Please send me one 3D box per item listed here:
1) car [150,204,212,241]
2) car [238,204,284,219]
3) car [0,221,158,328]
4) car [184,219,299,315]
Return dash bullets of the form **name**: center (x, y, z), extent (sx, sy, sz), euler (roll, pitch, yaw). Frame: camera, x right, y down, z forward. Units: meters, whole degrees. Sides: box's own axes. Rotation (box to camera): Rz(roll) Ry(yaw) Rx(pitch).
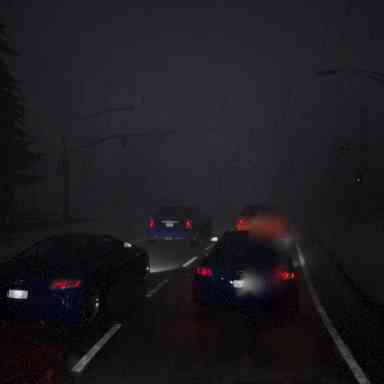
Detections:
- **car**: center (-0.393, 1.352, 15.563), extent (2.097, 1.767, 4.553), euler (0, 0, 14)
- **car**: center (3.352, 1.352, 16.106), extent (2.097, 1.767, 4.553), euler (0, 0, 14)
- **car**: center (-2.351, 1.564, 7.165), extent (1.994, 1.385, 4.181), euler (0, 0, 10)
- **car**: center (1.325, 1.564, 7.708), extent (1.994, 1.385, 4.181), euler (0, 0, 13)
